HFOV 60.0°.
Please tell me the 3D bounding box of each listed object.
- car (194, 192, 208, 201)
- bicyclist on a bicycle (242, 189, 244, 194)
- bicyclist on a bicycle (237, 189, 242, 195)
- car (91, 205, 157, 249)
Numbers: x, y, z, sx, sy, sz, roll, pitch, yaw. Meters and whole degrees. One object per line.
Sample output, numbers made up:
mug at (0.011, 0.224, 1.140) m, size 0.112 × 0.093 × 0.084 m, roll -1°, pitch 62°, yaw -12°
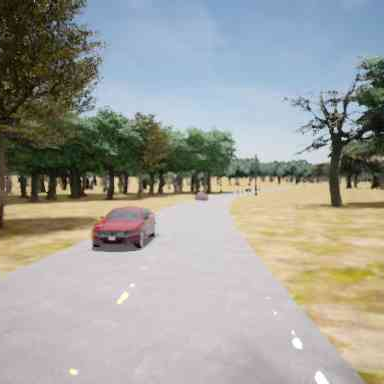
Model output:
car at (1.572, 0.767, 55.510) m, size 1.812 × 1.442 × 4.674 m, roll 1°, pitch 1°, yaw 10°
bicyclist on a bicycle at (14.292, -0.195, 94.516) m, size 0.866 × 1.612 × 1.509 m, roll 1°, pitch 2°, yaw 16°
bicyclist on a bicycle at (11.930, 0.048, 85.881) m, size 0.582 × 1.620 × 1.656 m, roll 1°, pitch 1°, yaw 15°
car at (-2.727, 1.357, 14.284) m, size 1.882 × 1.535 × 5.008 m, roll 0°, pitch 1°, yaw 3°
